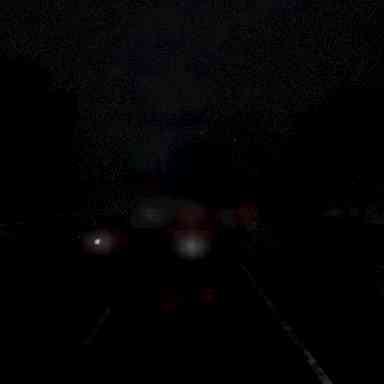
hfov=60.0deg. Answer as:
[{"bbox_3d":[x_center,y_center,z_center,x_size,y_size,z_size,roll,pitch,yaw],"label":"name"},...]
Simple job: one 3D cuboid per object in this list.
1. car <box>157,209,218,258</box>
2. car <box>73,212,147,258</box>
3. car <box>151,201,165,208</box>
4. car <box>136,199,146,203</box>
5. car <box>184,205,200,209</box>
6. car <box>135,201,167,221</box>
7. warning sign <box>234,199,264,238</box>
[{"bbox_3d":[0.011,1.647,13.518,2.128,1.511,4.902,0,-1,0],"label":"car"},{"bbox_3d":[-3.238,1.718,13.510,1.994,1.385,4.181,0,-1,0],"label":"car"},{"bbox_3d":[-6.537,2.404,64.612,2.033,1.411,5.357,0,-1,0],"label":"car"},{"bbox_3d":[-9.792,2.210,64.659,2.097,1.767,4.553,0,-1,0],"label":"car"},{"bbox_3d":[0.010,1.872,28.913,1.812,1.442,4.674,0,-1,0],"label":"car"},{"bbox_3d":[-3.243,1.834,28.520,2.128,1.511,4.902,0,-1,0],"label":"car"},{"bbox_3d":[2.826,1.307,16.686,1.300,1.860,1.060,-1,-2,0],"label":"warning sign"}]
